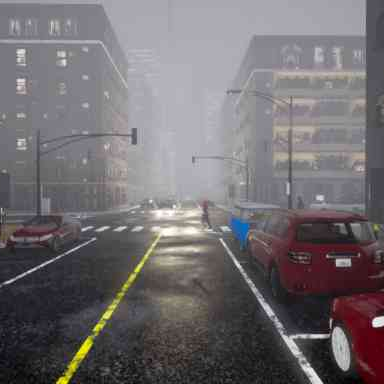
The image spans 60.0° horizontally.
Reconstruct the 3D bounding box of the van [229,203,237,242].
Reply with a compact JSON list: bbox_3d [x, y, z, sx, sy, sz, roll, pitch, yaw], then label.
[{"bbox_3d":[2.572,1.340,13.708,1.690,1.788,3.998,0,0,0],"label":"van"}]

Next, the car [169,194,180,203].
[{"bbox_3d":[-3.579,1.368,69.325,2.097,1.767,4.553,0,0,0],"label":"car"}]

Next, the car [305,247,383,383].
[{"bbox_3d":[2.667,1.544,2.652,1.887,1.381,4.507,0,0,0],"label":"car"}]

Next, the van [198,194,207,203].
[{"bbox_3d":[2.113,1.356,68.194,1.690,1.788,3.998,0,0,0],"label":"van"}]

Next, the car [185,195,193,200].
[{"bbox_3d":[-0.715,1.455,85.569,1.895,1.301,4.718,0,0,0],"label":"car"}]

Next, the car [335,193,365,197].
[{"bbox_3d":[15.484,1.031,33.350,5.009,1.841,2.192,-1,1,-1],"label":"car"}]

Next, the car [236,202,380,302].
[{"bbox_3d":[2.618,1.314,8.180,2.192,1.841,5.009,0,0,0],"label":"car"}]

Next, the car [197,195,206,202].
[{"bbox_3d":[2.255,1.571,51.625,1.947,1.339,4.313,0,0,0],"label":"car"}]

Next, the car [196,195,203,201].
[{"bbox_3d":[1.927,1.557,90.457,1.752,1.417,4.829,0,0,0],"label":"car"}]

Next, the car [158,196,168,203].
[{"bbox_3d":[-6.312,1.563,73.660,1.887,1.381,4.507,0,0,0],"label":"car"}]

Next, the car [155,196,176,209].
[{"bbox_3d":[-3.449,1.603,43.983,1.895,1.301,4.718,0,0,-1],"label":"car"}]

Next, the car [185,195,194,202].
[{"bbox_3d":[-0.631,1.536,75.533,1.812,1.442,4.674,0,0,0],"label":"car"}]

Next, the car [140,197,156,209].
[{"bbox_3d":[-6.080,1.569,46.043,1.947,1.339,4.313,0,0,0],"label":"car"}]

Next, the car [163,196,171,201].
[{"bbox_3d":[-6.405,1.609,84.706,1.802,1.307,4.206,0,0,0],"label":"car"}]

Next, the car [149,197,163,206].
[{"bbox_3d":[-6.173,1.574,57.090,1.947,1.339,4.313,0,0,0],"label":"car"}]

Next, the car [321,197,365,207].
[{"bbox_3d":[13.373,1.368,30.739,4.718,1.301,1.895,-1,0,-1],"label":"car"}]

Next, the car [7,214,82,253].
[{"bbox_3d":[-5.807,1.581,13.639,1.802,1.307,4.206,0,0,0],"label":"car"}]

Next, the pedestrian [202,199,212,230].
[{"bbox_3d":[0.829,1.292,19.453,0.375,1.860,0.375,0,0,0],"label":"pedestrian"}]

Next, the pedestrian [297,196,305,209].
[{"bbox_3d":[5.894,1.139,18.205,0.375,1.860,0.375,0,0,0],"label":"pedestrian"}]

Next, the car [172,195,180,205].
[{"bbox_3d":[-3.549,1.572,55.717,1.994,1.385,4.181,0,0,0],"label":"car"}]

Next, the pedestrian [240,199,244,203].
[{"bbox_3d":[2.829,1.292,18.868,0.375,1.860,0.375,0,0,0],"label":"pedestrian"}]

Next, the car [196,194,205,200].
[{"bbox_3d":[2.161,1.556,62.671,1.887,1.381,4.507,0,0,0],"label":"car"}]

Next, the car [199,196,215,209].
[{"bbox_3d":[2.301,1.585,46.101,1.802,1.307,4.206,0,0,0],"label":"car"}]

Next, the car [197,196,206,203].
[{"bbox_3d":[2.069,1.585,73.718,1.947,1.339,4.313,0,0,0],"label":"car"}]
